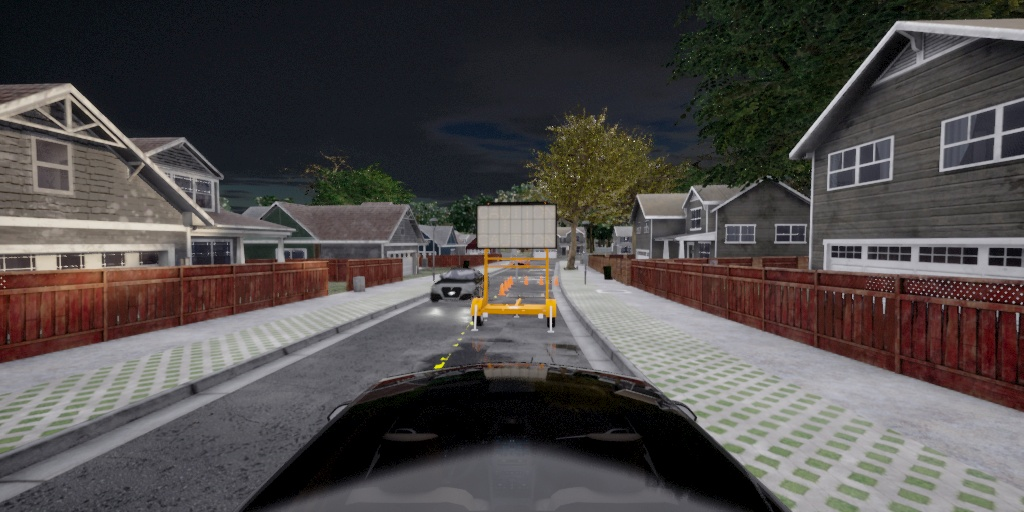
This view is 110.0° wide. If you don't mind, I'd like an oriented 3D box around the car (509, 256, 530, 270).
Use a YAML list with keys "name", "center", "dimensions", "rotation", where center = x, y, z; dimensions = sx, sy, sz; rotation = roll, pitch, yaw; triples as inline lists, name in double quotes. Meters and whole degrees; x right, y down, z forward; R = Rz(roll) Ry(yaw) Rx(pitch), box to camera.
- name: "car"
  center: [0.940, 0.735, 42.805]
  dimensions: [2.097, 1.767, 4.553]
  rotation: [0, 1, 7]

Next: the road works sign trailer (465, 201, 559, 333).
- name: "road works sign trailer"
  center: [0.143, 0.191, 10.777]
  dimensions: [2.380, 3.560, 2.880]
  rotation: [0, 0, 5]

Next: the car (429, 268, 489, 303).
- name: "car"
  center: [-2.227, 1.256, 16.057]
  dimensions: [1.994, 1.385, 4.181]
  rotation: [0, 0, 4]
